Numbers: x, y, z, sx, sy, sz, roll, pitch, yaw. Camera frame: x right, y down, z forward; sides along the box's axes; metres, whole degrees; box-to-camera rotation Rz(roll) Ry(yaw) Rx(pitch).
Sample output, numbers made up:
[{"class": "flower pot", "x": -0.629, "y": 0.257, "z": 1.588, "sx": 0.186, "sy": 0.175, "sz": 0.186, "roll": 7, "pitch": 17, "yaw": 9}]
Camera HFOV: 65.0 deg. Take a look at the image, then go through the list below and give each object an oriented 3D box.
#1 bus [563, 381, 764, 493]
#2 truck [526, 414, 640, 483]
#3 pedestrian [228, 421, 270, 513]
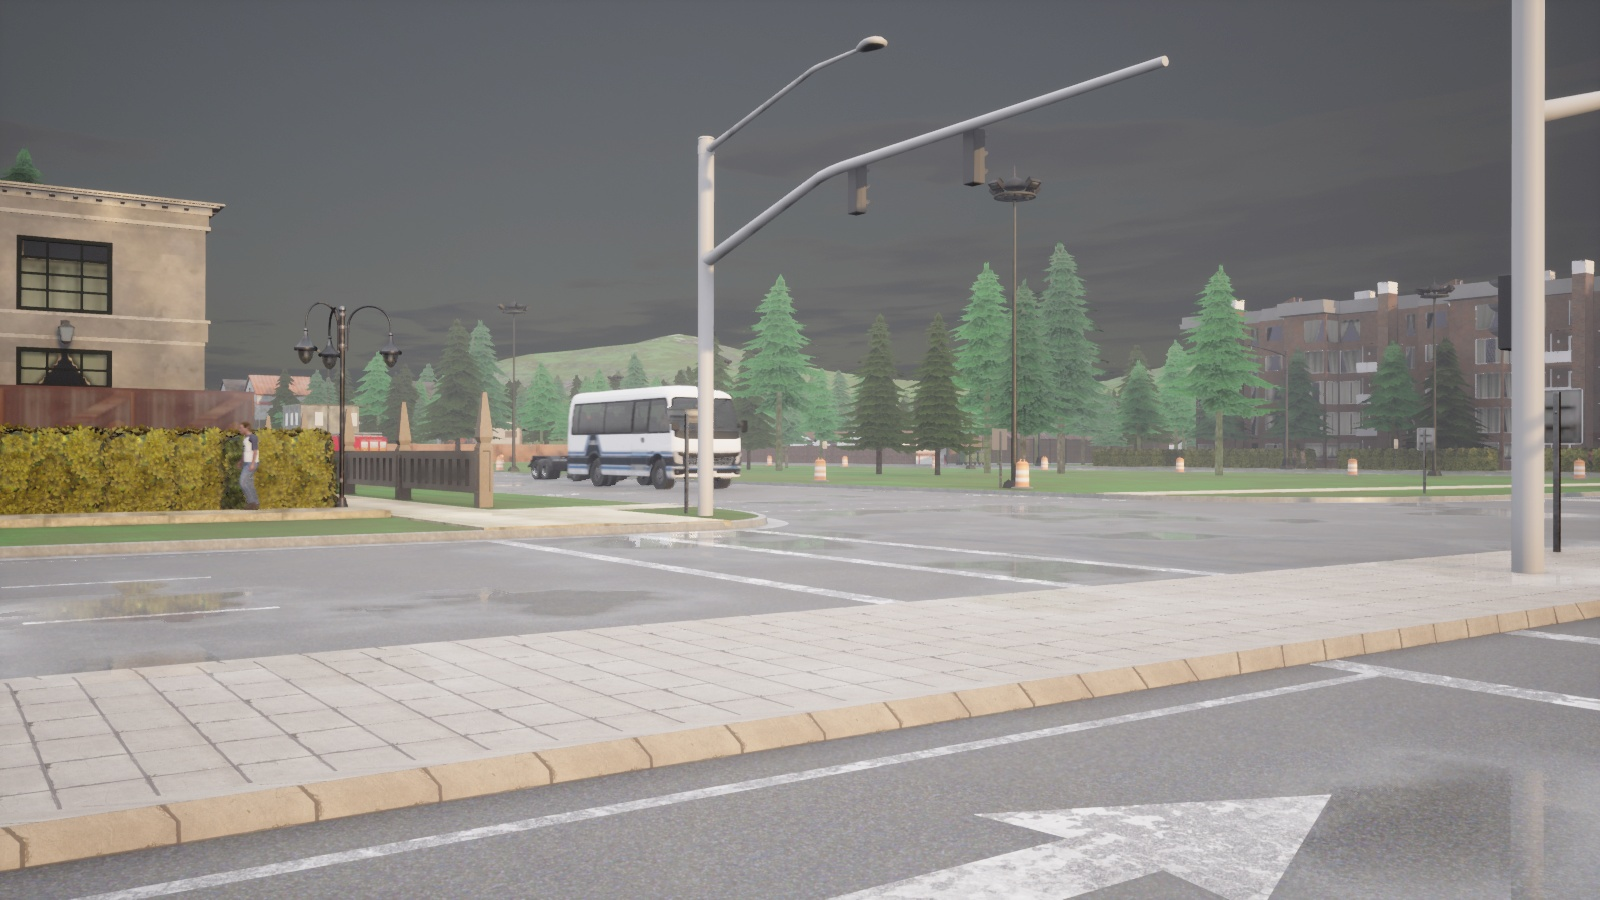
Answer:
[{"class": "bus", "x": -6.040, "y": -0.489, "z": 53.159, "sx": 3.944, "sy": 4.253, "sz": 10.273, "roll": 0, "pitch": 0, "yaw": -35}, {"class": "truck", "x": -11.724, "y": -0.048, "z": 67.188, "sx": 2.891, "sy": 3.462, "sz": 7.936, "roll": 0, "pitch": 0, "yaw": -35}, {"class": "pedestrian", "x": -11.166, "y": 0.333, "z": 25.443, "sx": 0.706, "sy": 1.836, "sz": 0.354, "roll": 0, "pitch": 0, "yaw": -38}]
